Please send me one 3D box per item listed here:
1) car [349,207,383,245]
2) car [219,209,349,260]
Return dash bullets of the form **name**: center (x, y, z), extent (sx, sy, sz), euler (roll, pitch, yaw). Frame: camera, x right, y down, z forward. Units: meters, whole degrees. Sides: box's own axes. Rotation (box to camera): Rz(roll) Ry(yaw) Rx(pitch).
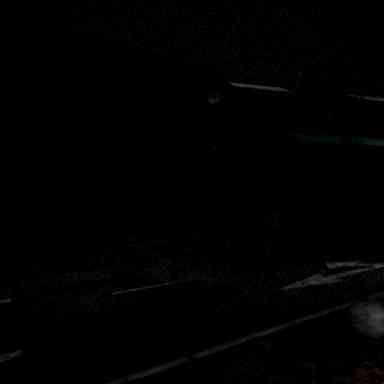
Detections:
- **car**: center (7.957, 1.455, 15.422), extent (4.792, 1.488, 2.163), euler (0, 0, -31)
- **car**: center (3.319, 1.449, 12.479), extent (5.008, 1.535, 2.097), euler (0, 0, -32)
